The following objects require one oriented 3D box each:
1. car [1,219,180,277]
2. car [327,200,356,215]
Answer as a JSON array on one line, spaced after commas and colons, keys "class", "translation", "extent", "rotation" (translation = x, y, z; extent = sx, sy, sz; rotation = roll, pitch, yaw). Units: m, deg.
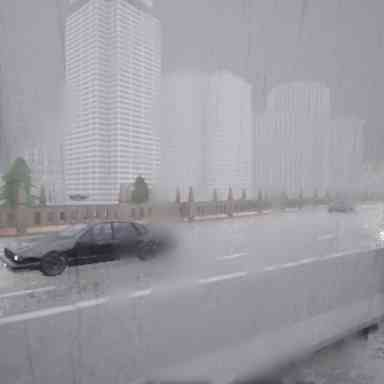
[{"class": "car", "translation": [-2.963, 1.592, 10.667], "extent": [5.357, 1.411, 2.033], "rotation": [0, 0, -38]}, {"class": "car", "translation": [16.163, 1.591, 35.830], "extent": [1.837, 1.490, 4.892], "rotation": [0, -1, 40]}]
